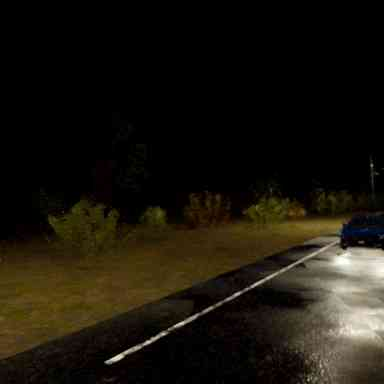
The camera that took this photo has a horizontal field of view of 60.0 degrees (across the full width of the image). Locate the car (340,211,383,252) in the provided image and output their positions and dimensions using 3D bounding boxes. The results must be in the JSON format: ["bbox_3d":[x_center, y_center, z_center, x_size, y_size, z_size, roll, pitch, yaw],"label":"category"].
[{"bbox_3d":[8.571,1.894,16.199,1.882,1.535,5.008,-3,-3,34],"label":"car"}]
